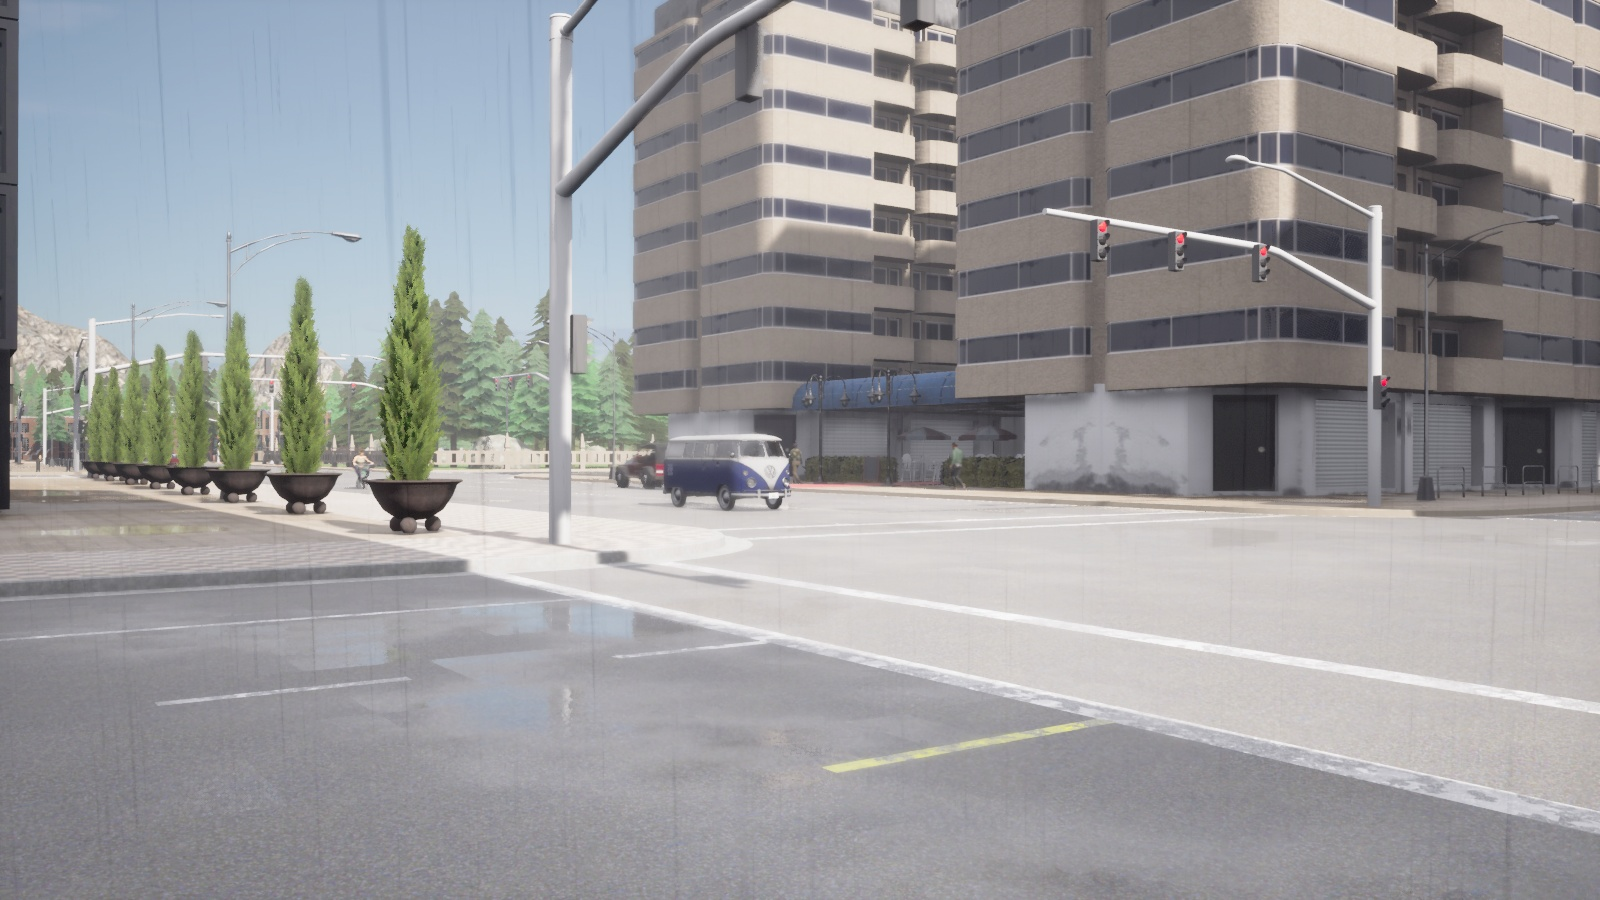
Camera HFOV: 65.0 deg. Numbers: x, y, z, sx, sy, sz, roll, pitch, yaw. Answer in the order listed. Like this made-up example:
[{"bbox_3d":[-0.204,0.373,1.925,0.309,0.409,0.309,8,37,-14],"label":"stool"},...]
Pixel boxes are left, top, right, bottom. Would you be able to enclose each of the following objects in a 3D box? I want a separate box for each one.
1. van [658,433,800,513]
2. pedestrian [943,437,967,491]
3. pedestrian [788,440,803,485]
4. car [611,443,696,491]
[{"bbox_3d":[-1.986,0.584,33.753,1.775,1.987,4.442,0,0,-35],"label":"van"},{"bbox_3d":[5.639,0.503,45.590,0.423,1.949,0.788,0,0,-37],"label":"pedestrian"},{"bbox_3d":[-0.193,0.536,54.175,0.395,1.930,0.692,0,0,-20],"label":"pedestrian"},{"bbox_3d":[-6.092,0.681,52.064,1.905,1.878,3.866,0,0,-35],"label":"car"}]
